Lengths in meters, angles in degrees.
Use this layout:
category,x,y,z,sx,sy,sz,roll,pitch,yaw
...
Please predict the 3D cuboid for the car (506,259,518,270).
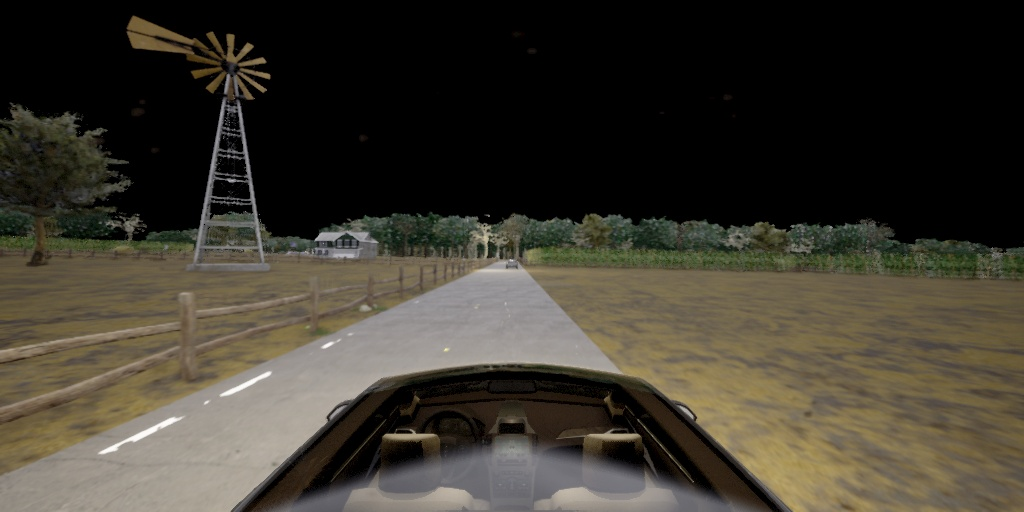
category,x,y,z,sx,sy,sz,roll,pitch,yaw
car,-0.012,1.241,54.317,2.128,1.511,4.902,0,0,0
